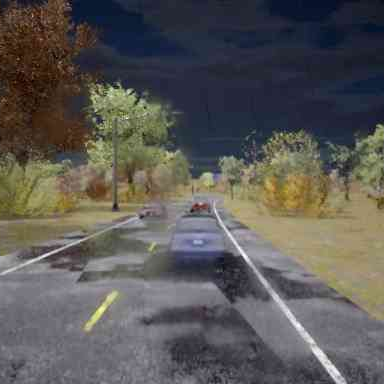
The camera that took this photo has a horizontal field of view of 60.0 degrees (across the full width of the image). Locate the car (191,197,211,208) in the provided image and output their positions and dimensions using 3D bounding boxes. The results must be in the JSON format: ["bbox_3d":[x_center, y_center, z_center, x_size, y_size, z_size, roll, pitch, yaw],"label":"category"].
[{"bbox_3d":[1.032,1.320,37.361,2.097,1.767,4.553,0,0,3],"label":"car"}]

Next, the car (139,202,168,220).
[{"bbox_3d":[-3.078,1.537,27.403,1.994,1.385,4.181,0,0,2],"label":"car"}]

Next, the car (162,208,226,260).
[{"bbox_3d":[0.223,1.539,12.360,2.033,1.411,5.357,0,0,1],"label":"car"}]
